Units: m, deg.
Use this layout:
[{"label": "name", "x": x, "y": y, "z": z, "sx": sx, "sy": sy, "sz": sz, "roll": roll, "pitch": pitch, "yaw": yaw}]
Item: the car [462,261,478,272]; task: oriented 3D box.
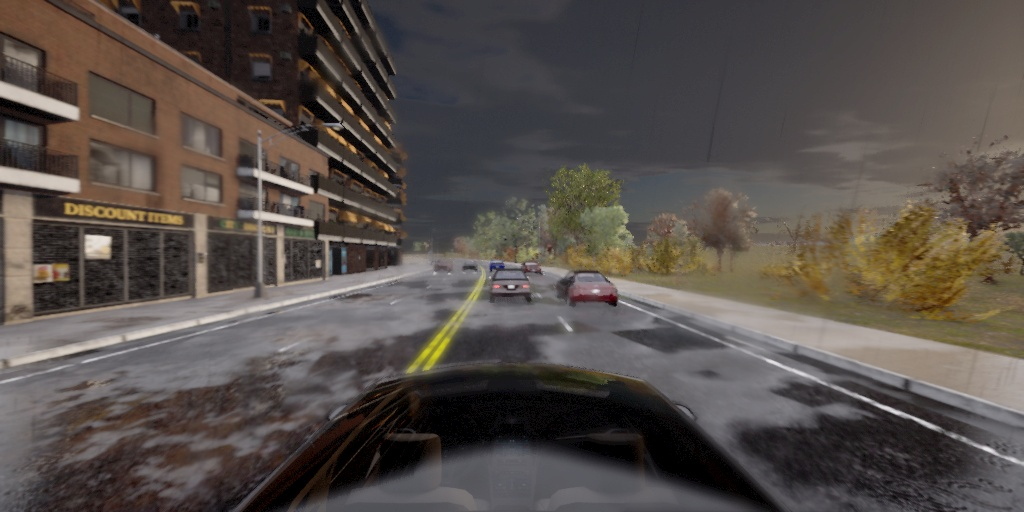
[{"label": "car", "x": -5.225, "y": 1.320, "z": 45.223, "sx": 1.895, "sy": 1.301, "sz": 4.718, "roll": 0, "pitch": 0, "yaw": -4}]

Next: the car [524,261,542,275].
[{"label": "car", "x": 1.997, "y": 1.233, "z": 37.838, "sx": 1.812, "sy": 1.442, "sz": 4.674, "roll": 0, "pitch": 0, "yaw": -4}]

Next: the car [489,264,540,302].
[{"label": "car", "x": -0.120, "y": 1.286, "z": 16.909, "sx": 2.033, "sy": 1.411, "sz": 5.357, "roll": 0, "pitch": 0, "yaw": -2}]

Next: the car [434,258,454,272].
[{"label": "car", "x": -8.441, "y": 1.081, "z": 44.577, "sx": 2.097, "sy": 1.767, "sz": 4.553, "roll": 0, "pitch": 0, "yaw": -4}]

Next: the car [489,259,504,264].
[{"label": "car", "x": -2.038, "y": 1.184, "z": 47.330, "sx": 1.882, "sy": 1.535, "sz": 5.008, "roll": 0, "pitch": 0, "yaw": -5}]

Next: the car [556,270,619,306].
[{"label": "car", "x": 3.117, "y": 1.296, "z": 15.582, "sx": 1.994, "sy": 1.385, "sz": 4.181, "roll": 0, "pitch": 0, "yaw": -2}]
